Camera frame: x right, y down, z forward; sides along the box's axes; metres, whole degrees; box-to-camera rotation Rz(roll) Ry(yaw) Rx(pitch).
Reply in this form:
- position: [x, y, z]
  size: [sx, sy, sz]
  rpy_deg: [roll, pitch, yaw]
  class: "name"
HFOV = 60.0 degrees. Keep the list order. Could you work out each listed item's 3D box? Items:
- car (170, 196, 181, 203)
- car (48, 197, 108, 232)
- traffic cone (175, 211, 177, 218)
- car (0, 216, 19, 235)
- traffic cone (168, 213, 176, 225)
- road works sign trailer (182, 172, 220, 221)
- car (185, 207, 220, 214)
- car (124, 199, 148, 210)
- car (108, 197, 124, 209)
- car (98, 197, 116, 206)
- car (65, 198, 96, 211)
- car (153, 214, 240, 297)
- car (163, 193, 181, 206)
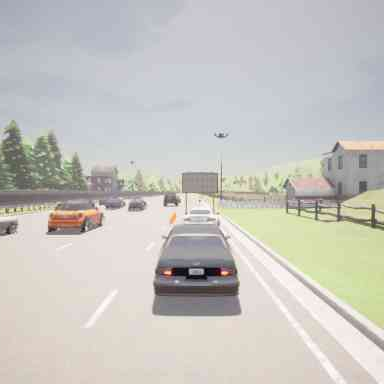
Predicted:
- position: [-3.315, 1.564, 68.522]
  size: [1.994, 1.385, 4.181]
  rpy_deg: [0, 0, 0]
  class: "car"
- position: [-6.875, 1.353, 20.179]
  size: [2.097, 1.767, 4.553]
  rpy_deg: [0, 0, 0]
  class: "car"
- position: [-1.456, 1.955, 25.127]
  size: [0.340, 0.580, 0.340]
  rpy_deg: [0, 0, 0]
  class: "traffic cone"
- position: [-10.380, 1.601, 16.074]
  size: [1.895, 1.301, 4.718]
  rpy_deg: [0, 0, 0]
  class: "car"
- position: [-1.459, 1.955, 23.127]
  size: [0.340, 0.580, 0.340]
  rpy_deg: [0, 0, 0]
  class: "traffic cone"
- position: [0.514, 0.464, 22.044]
  size: [2.380, 3.560, 2.880]
  rpy_deg: [0, 0, -4]
  class: "road works sign trailer"
- position: [0.549, 1.538, 18.430]
  size: [1.812, 1.442, 4.674]
  rpy_deg: [0, -1, 6]
  class: "car"
- position: [-6.853, 1.548, 42.322]
  size: [2.033, 1.411, 5.357]
  rpy_deg: [0, 0, -1]
  class: "car"
- position: [-10.343, 1.548, 45.231]
  size: [2.033, 1.411, 5.357]
  rpy_deg: [0, 0, 0]
  class: "car"
- position: [-13.832, 1.564, 54.390]
  size: [1.994, 1.385, 4.181]
  rpy_deg: [0, 0, 0]
  class: "car"
- position: [-13.842, 1.547, 41.744]
  size: [2.033, 1.411, 5.357]
  rpy_deg: [0, 0, 0]
  class: "car"
- position: [0.108, 1.547, 8.770]
  size: [2.033, 1.411, 5.357]
  rpy_deg: [0, 0, 1]
  class: "car"
- position: [-3.334, 1.221, 53.307]
  size: [2.150, 2.045, 5.566]
  rpy_deg: [0, 0, 0]
  class: "car"
